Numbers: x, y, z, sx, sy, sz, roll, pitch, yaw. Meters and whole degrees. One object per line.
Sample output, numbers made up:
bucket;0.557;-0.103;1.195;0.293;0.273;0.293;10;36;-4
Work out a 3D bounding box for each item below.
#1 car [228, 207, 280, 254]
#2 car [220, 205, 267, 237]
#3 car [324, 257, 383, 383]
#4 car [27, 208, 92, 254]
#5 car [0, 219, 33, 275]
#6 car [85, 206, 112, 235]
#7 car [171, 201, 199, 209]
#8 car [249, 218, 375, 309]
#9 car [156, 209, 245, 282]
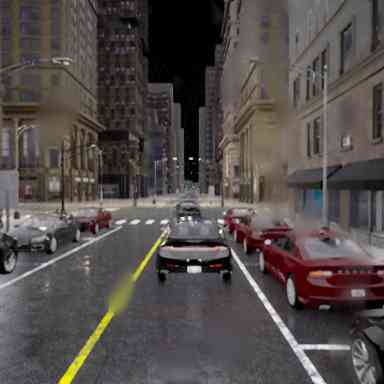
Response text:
car;2.750;1.530;13.243;1.887;1.381;4.507;-1;0;0
car;2.749;1.525;18.748;1.887;1.381;4.507;-1;0;0
car;2.754;1.563;2.233;1.947;1.339;4.313;-1;0;0
car;-5.775;1.536;13.240;2.008;1.369;4.403;-1;0;0
car;-5.773;1.557;7.735;1.947;1.339;4.313;-1;0;0
car;-5.776;1.525;18.746;1.887;1.381;4.507;-1;0;0
car;-0.470;1.479;25.536;1.837;1.490;4.892;0;0;-8
car;2.752;1.536;7.737;1.887;1.381;4.507;-1;0;0
car;0.061;1.481;9.738;2.128;1.511;4.902;0;0;0
